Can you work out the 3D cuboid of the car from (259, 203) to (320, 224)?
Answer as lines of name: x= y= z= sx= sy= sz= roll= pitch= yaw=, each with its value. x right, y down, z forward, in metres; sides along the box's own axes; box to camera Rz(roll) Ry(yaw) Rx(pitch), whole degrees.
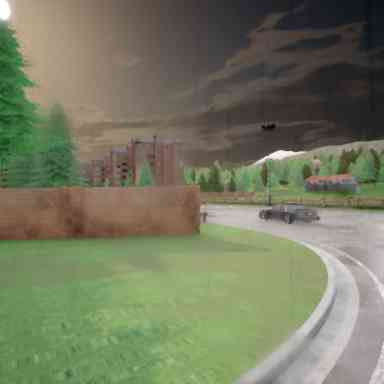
car: x=7.029 y=1.550 z=24.619 sx=2.033 sy=1.411 sz=5.357 roll=-1 pitch=0 yaw=-20
